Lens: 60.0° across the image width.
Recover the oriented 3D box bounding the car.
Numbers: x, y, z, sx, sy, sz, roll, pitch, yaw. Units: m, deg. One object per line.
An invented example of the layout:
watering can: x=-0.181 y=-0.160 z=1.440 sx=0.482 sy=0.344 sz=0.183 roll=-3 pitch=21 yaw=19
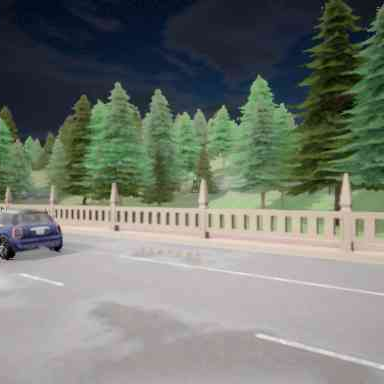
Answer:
car: x=-7.251 y=1.499 z=13.363 sx=4.553 sy=1.767 sz=2.097 roll=-1 pitch=-1 yaw=36
